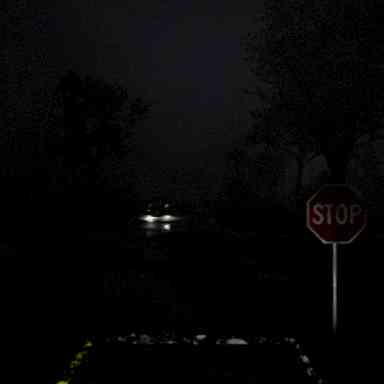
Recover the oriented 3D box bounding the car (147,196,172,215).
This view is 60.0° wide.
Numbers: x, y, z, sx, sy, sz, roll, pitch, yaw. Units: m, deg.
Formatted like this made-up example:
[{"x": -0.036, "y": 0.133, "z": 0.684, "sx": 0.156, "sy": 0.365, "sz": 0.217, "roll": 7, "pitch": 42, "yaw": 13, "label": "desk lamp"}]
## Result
[{"x": -3.084, "y": 1.233, "z": 32.005, "sx": 2.097, "sy": 1.767, "sz": 4.553, "roll": 0, "pitch": 0, "yaw": 0, "label": "car"}]
